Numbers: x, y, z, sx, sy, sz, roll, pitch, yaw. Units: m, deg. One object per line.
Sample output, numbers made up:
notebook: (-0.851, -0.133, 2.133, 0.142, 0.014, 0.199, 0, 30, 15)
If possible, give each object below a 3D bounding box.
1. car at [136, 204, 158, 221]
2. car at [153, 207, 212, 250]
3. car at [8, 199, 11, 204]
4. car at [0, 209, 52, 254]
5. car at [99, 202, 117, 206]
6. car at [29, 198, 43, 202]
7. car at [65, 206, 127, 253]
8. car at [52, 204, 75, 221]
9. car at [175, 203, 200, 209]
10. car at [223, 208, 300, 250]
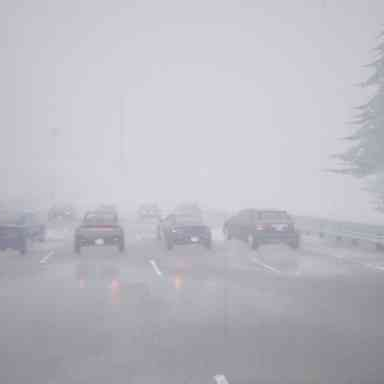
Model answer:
car: (-3.783, 1.726, 29.135, 2.033, 1.411, 5.357, 1, 0, -13)
car: (-0.429, 1.637, 14.937, 1.812, 1.442, 4.674, 1, 0, -13)
car: (-33.346, 1.661, 63.064, 1.812, 1.442, 4.674, 1, -1, -13)
car: (-7.259, 1.489, 13.410, 1.882, 1.535, 5.008, 1, 0, -13)
car: (-7.254, 1.622, 28.625, 2.128, 1.511, 4.902, 1, 0, -13)
car: (-29.939, 1.739, 63.866, 1.994, 1.385, 4.181, 1, -1, -13)
car: (-3.816, 1.553, 14.054, 2.128, 1.511, 4.902, 1, 0, -13)
car: (-10.622, 1.679, 27.644, 1.895, 1.301, 4.718, 1, 0, -13)
car: (-0.442, 1.723, 30.230, 2.128, 1.511, 4.902, 1, 0, -13)
car: (3.042, 1.511, 15.469, 2.097, 1.767, 4.553, 1, -1, -13)
